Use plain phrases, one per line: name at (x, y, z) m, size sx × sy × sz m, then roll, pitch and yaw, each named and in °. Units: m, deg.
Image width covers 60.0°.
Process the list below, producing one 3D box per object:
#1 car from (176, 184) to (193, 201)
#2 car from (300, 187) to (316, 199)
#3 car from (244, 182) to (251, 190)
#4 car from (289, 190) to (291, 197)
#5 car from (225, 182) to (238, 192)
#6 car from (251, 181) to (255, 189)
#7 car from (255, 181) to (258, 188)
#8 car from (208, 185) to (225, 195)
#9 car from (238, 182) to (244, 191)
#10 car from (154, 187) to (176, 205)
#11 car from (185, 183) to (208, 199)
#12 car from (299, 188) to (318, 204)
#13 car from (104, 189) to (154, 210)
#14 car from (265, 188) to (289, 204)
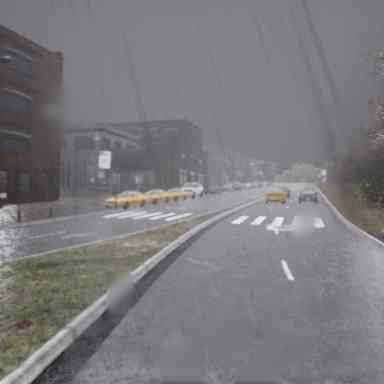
car at (-2.051, 0.223, 39.777) m, size 1.946 × 1.575 × 5.366 m, roll 1°, pitch 2°, yaw 19°
car at (16.109, 0.096, 46.126) m, size 1.994 × 1.385 × 4.181 m, roll 1°, pitch 2°, yaw 19°
car at (11.998, -1.301, 80.234) m, size 2.231 × 1.521 × 4.892 m, roll 1°, pitch 2°, yaw 20°
car at (12.660, 0.079, 46.334) m, size 2.033 × 1.411 × 5.357 m, roll 1°, pitch 2°, yaw 20°
car at (7.145, -0.769, 66.144) m, size 2.231 × 1.521 × 4.892 m, roll 1°, pitch 2°, yaw 19°
car at (14.312, -1.550, 86.700) m, size 1.946 × 1.575 × 5.366 m, roll 1°, pitch 2°, yaw 19°
car at (16.202, -1.878, 92.113) m, size 2.185 × 1.767 × 4.553 m, roll 1°, pitch 2°, yaw 19°
car at (3.493, -0.345, 55.684) m, size 2.163 × 1.488 × 4.792 m, roll 1°, pitch 2°, yaw 19°
car at (8.951, -1.217, 71.316) m, size 2.435 × 2.045 × 5.566 m, roll 1°, pitch 2°, yaw 19°
car at (-3.869, 0.420, 34.563) m, size 1.946 × 1.575 × 5.366 m, roll 1°, pitch 2°, yaw 19°
car at (-0.137, -0.232, 45.248) m, size 2.435 × 2.045 × 5.566 m, roll 1°, pitch 2°, yaw 19°
car at (12.407, 0.458, 35.579) m, size 1.812 × 1.442 × 4.674 m, roll 1°, pitch 2°, yaw 19°
car at (-5.696, 0.620, 29.355) m, size 1.946 × 1.575 × 5.366 m, roll 1°, pitch 2°, yaw 19°
car at (9.067, 0.407, 35.862) m, size 1.882 × 1.535 × 5.008 m, roll 1°, pitch 2°, yaw 19°
